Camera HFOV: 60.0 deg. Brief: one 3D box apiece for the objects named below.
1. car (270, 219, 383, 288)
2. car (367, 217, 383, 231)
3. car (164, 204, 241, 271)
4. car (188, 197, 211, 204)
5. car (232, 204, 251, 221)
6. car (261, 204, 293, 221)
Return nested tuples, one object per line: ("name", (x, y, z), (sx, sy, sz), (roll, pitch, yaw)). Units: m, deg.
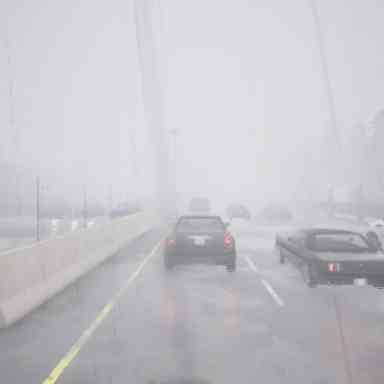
("car", (3.725, 1.686, 9.460), (1.895, 1.301, 4.718), (0, 0, 1))
("car", (7.227, 1.312, 9.674), (2.150, 2.045, 5.566), (0, 0, 1))
("car", (0.272, 1.451, 11.465), (2.097, 1.767, 4.553), (0, -1, 1))
("car", (0.759, 1.517, 34.446), (2.150, 2.045, 5.566), (0, -1, 1))
("car", (4.172, 1.811, 30.388), (2.033, 1.411, 5.357), (0, -1, 1))
("car", (7.671, 1.813, 30.317), (2.033, 1.411, 5.357), (0, -1, 1))
